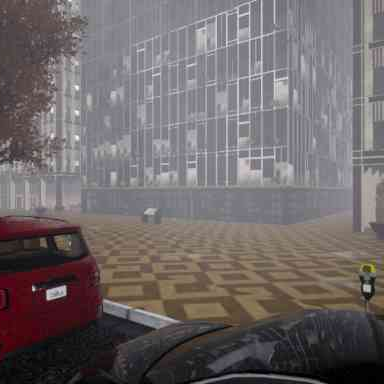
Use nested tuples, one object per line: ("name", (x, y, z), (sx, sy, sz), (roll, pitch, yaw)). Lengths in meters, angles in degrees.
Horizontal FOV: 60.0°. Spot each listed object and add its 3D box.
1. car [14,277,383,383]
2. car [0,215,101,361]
("car", (0.896, 1.566, 2.238), (4.313, 1.339, 1.947), (0, 0, 36))
("car", (-3.596, 1.315, 5.451), (5.009, 1.841, 2.192), (0, 0, 36))
